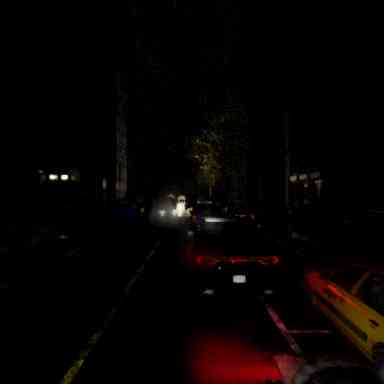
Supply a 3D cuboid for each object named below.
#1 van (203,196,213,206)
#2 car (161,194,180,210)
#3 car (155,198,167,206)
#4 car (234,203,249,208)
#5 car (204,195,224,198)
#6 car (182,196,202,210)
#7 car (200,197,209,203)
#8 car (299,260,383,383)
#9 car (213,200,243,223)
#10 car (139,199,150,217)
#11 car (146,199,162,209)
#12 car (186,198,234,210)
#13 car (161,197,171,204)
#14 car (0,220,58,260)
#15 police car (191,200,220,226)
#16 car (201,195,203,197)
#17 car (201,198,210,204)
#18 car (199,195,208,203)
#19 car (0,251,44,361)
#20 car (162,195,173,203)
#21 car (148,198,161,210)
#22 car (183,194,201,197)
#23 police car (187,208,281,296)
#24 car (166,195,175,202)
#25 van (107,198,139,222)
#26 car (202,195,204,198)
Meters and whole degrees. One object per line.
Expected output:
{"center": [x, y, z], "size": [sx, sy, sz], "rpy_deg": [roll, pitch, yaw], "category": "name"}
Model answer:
{"center": [2.854, 1.570, 60.855], "size": [1.690, 1.788, 3.998], "rpy_deg": [0, 0, 0], "category": "van"}
{"center": [-3.096, 1.503, 44.610], "size": [2.097, 1.767, 4.553], "rpy_deg": [0, 0, 0], "category": "car"}
{"center": [-5.672, 1.811, 60.865], "size": [1.802, 1.307, 4.206], "rpy_deg": [0, 0, 0], "category": "car"}
{"center": [2.857, 1.495, 21.378], "size": [1.967, 1.590, 4.097], "rpy_deg": [0, 0, 0], "category": "car"}
{"center": [2.855, 1.436, 38.297], "size": [2.192, 1.841, 5.009], "rpy_deg": [0, 0, 0], "category": "car"}
{"center": [0.019, 1.675, 44.384], "size": [1.812, 1.442, 4.674], "rpy_deg": [0, 0, 1], "category": "car"}
{"center": [2.851, 1.891, 77.770], "size": [1.947, 1.339, 4.313], "rpy_deg": [0, 0, 0], "category": "car"}
{"center": [2.866, 1.536, 4.662], "size": [1.752, 1.417, 4.829], "rpy_deg": [0, 0, 1], "category": "car"}
{"center": [2.857, 1.514, 27.017], "size": [1.967, 1.590, 4.097], "rpy_deg": [0, 0, 0], "category": "car"}
{"center": [-5.669, 1.662, 32.670], "size": [1.947, 1.339, 4.313], "rpy_deg": [0, 0, 0], "category": "car"}
{"center": [-5.671, 1.720, 49.587], "size": [1.887, 1.381, 4.507], "rpy_deg": [0, 0, 0], "category": "car"}
{"center": [0.898, 1.398, 18.744], "size": [2.097, 1.767, 4.553], "rpy_deg": [0, 0, 0], "category": "car"}
{"center": [-5.673, 1.813, 71.972], "size": [1.752, 1.417, 4.829], "rpy_deg": [0, 0, 0], "category": "car"}
{"center": [-5.668, 1.550, 9.907], "size": [1.752, 1.417, 4.829], "rpy_deg": [0, 0, 1], "category": "car"}
{"center": [0.898, 1.492, 24.884], "size": [1.930, 1.638, 5.238], "rpy_deg": [0, 0, 0], "category": "police car"}
{"center": [2.854, 1.642, 55.214], "size": [1.967, 1.590, 4.097], "rpy_deg": [0, 0, 0], "category": "car"}
{"center": [2.852, 1.870, 72.133], "size": [1.802, 1.307, 4.206], "rpy_deg": [0, 0, 0], "category": "car"}
{"center": [2.851, 1.679, 83.412], "size": [2.192, 1.841, 5.009], "rpy_deg": [0, 0, 0], "category": "car"}
{"center": [-3.100, 1.552, 1.915], "size": [2.033, 1.411, 5.357], "rpy_deg": [0, 0, 0], "category": "car"}
{"center": [-5.674, 1.640, 77.781], "size": [2.192, 1.841, 5.009], "rpy_deg": [0, 0, 0], "category": "car"}
{"center": [-5.671, 1.588, 43.949], "size": [1.967, 1.590, 4.097], "rpy_deg": [0, 0, 0], "category": "car"}
{"center": [-0.004, 1.435, 57.682], "size": [2.150, 2.045, 5.566], "rpy_deg": [0, 0, 0], "category": "car"}
{"center": [0.899, 1.446, 8.883], "size": [1.930, 1.638, 5.238], "rpy_deg": [0, 0, 0], "category": "police car"}
{"center": [-5.675, 1.718, 89.059], "size": [2.192, 1.841, 5.009], "rpy_deg": [0, 0, 0], "category": "car"}
{"center": [-5.668, 1.415, 27.032], "size": [1.690, 1.788, 3.998], "rpy_deg": [0, 0, 0], "category": "van"}
{"center": [2.855, 1.463, 43.936], "size": [2.192, 1.841, 5.009], "rpy_deg": [0, 0, 0], "category": "car"}
